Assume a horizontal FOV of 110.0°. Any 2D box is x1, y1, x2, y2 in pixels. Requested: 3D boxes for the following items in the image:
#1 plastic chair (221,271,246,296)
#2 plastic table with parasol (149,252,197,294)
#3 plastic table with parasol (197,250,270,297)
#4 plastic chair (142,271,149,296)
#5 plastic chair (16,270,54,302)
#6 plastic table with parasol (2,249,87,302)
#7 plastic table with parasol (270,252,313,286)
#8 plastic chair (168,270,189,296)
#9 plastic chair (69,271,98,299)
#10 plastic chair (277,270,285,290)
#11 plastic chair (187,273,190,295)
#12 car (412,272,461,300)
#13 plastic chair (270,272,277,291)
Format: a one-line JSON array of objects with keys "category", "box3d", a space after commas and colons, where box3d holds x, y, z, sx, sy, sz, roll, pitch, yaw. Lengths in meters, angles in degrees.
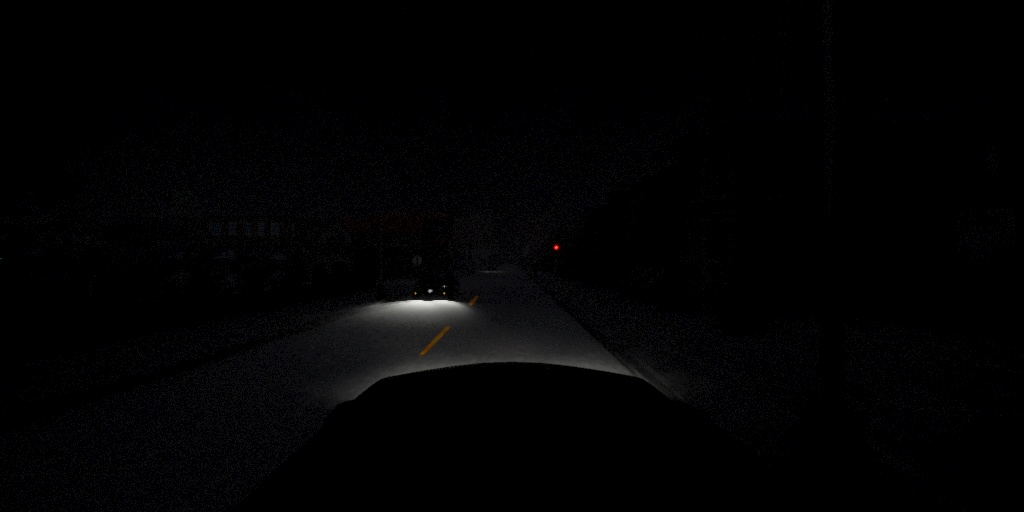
[{"category": "plastic chair", "box3d": [-12.902, 1.494, 16.585, 0.750, 1.272, 0.730, 0, 0, -40]}, {"category": "plastic table with parasol", "box3d": [-19.304, 0.976, 21.087, 2.482, 2.480, 2.482, 0, 0, -40]}, {"category": "plastic table with parasol", "box3d": [-13.638, 0.923, 17.592, 2.482, 2.480, 2.482, 0, 0, -40]}, {"category": "plastic chair", "box3d": [-20.303, 1.564, 20.355, 0.730, 1.272, 0.750, 0, 0, -40]}, {"category": "plastic chair", "box3d": [-21.561, 1.419, 16.222, 0.750, 1.272, 0.730, 0, 0, -42]}, {"category": "plastic table with parasol", "box3d": [-22.275, 0.889, 17.104, 2.482, 2.480, 2.482, 0, 0, -42]}, {"category": "plastic table with parasol", "box3d": [-14.073, 1.021, 22.081, 2.482, 2.480, 2.482, 0, 0, -40]}, {"category": "plastic chair", "box3d": [-18.568, 1.569, 20.066, 0.750, 1.272, 0.730, 0, 0, -40]}, {"category": "plastic chair", "box3d": [-21.234, 1.513, 17.835, 0.730, 1.272, 0.750, 0, 0, -40]}, {"category": "plastic chair", "box3d": [-13.337, 1.609, 21.060, 0.750, 1.272, 0.730, 0, 0, -40]}, {"category": "plastic chair", "box3d": [-14.635, 1.488, 16.860, 0.730, 1.272, 0.750, 0, 0, -40]}, {"category": "car", "box3d": [-4.039, 1.567, 19.712, 1.994, 1.385, 4.181, 0, -1, 1]}, {"category": "plastic chair", "box3d": [-12.606, 1.534, 18.335, 0.730, 1.272, 0.750, 0, 0, -40]}]
